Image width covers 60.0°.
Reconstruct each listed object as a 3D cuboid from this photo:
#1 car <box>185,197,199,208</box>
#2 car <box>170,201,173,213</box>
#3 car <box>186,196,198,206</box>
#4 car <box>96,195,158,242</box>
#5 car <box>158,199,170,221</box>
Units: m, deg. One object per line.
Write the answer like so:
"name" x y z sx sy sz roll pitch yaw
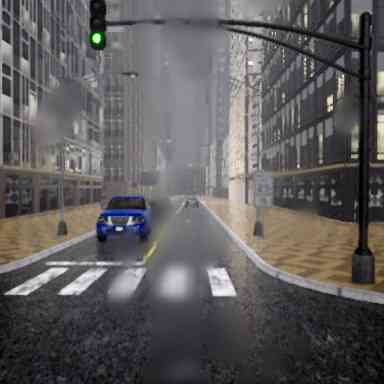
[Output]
"car" -0.012 1.427 45.914 2.128 1.511 4.902 0 0 0
"car" -3.092 1.458 36.623 1.812 1.442 4.674 0 0 0
"car" -0.016 1.480 56.332 2.033 1.411 5.357 0 0 0
"car" -3.102 1.171 16.501 2.150 2.045 5.566 0 0 -2
"car" -3.100 1.417 26.540 1.882 1.535 5.008 0 0 0
